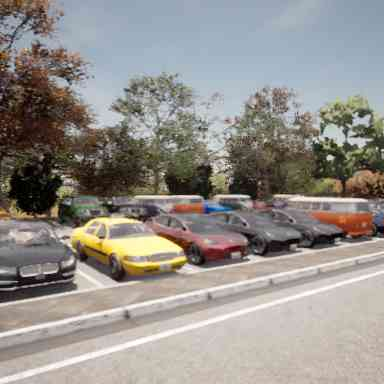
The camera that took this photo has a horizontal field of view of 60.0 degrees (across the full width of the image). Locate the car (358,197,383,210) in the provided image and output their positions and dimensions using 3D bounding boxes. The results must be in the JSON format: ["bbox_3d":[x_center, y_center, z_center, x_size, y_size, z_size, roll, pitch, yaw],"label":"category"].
[{"bbox_3d":[26.167,1.625,46.899,2.185,1.767,4.553,1,0,-35],"label":"car"}]

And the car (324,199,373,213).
[{"bbox_3d":[19.622,1.669,41.975,1.946,1.575,5.366,1,0,-35],"label":"car"}]

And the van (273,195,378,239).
[{"bbox_3d":[6.668,1.291,17.073,1.878,1.987,4.442,0,0,-35],"label":"van"}]

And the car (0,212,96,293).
[{"bbox_3d":[-4.578,1.506,8.935,2.231,1.521,4.892,0,0,-35],"label":"car"}]

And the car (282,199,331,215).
[{"bbox_3d":[12.761,1.622,37.286,2.163,1.488,4.792,1,0,-35],"label":"car"}]

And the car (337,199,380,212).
[{"bbox_3d":[21.773,1.738,43.730,2.002,1.452,4.674,1,0,-35],"label":"car"}]

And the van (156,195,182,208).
[{"bbox_3d":[-2.978,1.288,25.976,1.878,1.987,4.442,0,0,-35],"label":"van"}]

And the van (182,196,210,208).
[{"bbox_3d":[-0.857,1.290,27.772,1.878,1.987,4.442,0,0,-35],"label":"van"}]

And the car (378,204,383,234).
[{"bbox_3d":[8.981,1.549,18.612,2.163,1.488,4.792,0,0,-35],"label":"car"}]

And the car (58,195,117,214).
[{"bbox_3d":[-7.543,1.257,22.836,2.435,2.045,5.566,0,0,-35],"label":"car"}]

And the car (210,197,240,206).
[{"bbox_3d":[1.464,1.518,29.287,2.097,1.535,5.008,0,0,-35],"label":"car"}]

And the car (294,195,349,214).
[{"bbox_3d":[14.987,1.367,38.939,2.435,2.045,5.566,1,0,-35],"label":"car"}]

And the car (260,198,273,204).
[{"bbox_3d":[5.962,1.562,32.518,2.163,1.488,4.792,0,0,-35],"label":"car"}]

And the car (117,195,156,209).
[{"bbox_3d":[-5.286,1.260,24.442,2.435,2.045,5.566,0,0,-35],"label":"car"}]

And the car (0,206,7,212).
[{"bbox_3d":[-12.072,1.503,19.641,2.097,1.535,5.008,0,0,-35],"label":"car"}]

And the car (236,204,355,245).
[{"bbox_3d":[4.490,1.544,15.345,2.163,1.488,4.792,0,0,-35],"label":"car"}]

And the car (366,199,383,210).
[{"bbox_3d":[28.445,1.777,48.475,2.097,1.535,5.008,1,0,-35],"label":"car"}]

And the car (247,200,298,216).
[{"bbox_3d":[8.113,1.576,34.048,2.163,1.488,4.792,1,0,-35],"label":"car"}]

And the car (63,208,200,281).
[{"bbox_3d":[-2.205,1.504,10.388,1.946,1.575,5.366,0,0,-35],"label":"car"}]

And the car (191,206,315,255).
[{"bbox_3d":[2.229,1.542,13.735,2.163,1.488,4.792,0,0,-35],"label":"car"}]

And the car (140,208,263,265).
[{"bbox_3d":[-0.034,1.539,12.125,2.163,1.488,4.792,0,0,-35],"label":"car"}]

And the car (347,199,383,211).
[{"bbox_3d":[24.045,1.755,45.314,2.163,1.488,4.792,1,0,-35],"label":"car"}]

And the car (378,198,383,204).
[{"bbox_3d":[11.239,1.399,20.222,2.185,1.767,4.553,0,0,-35],"label":"car"}]

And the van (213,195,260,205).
[{"bbox_3d":[3.800,1.298,30.810,1.878,1.987,4.442,0,0,-36],"label":"van"}]
